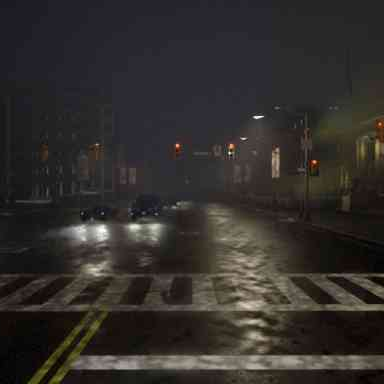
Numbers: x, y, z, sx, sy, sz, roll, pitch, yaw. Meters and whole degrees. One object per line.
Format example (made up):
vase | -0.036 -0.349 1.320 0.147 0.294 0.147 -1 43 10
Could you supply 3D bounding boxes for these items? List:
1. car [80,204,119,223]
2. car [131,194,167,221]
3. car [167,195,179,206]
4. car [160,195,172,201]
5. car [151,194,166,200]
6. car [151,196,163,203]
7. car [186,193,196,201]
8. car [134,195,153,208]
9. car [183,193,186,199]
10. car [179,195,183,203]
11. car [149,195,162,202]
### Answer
car | -7.070 1.599 25.760 1.895 1.301 4.718 0 0 0
car | -3.569 1.219 27.456 2.150 2.045 5.566 0 0 0
car | -3.539 1.474 53.521 1.882 1.535 5.008 0 0 0
car | -6.537 1.494 82.980 1.837 1.490 4.892 0 0 -21
car | -9.515 1.443 94.482 1.837 1.490 4.892 0 0 -43
car | -7.016 1.521 67.453 1.812 1.442 4.674 0 0 1
car | -1.092 1.219 87.867 2.150 2.045 5.566 0 0 -29
car | -7.053 1.348 48.395 2.097 1.767 4.553 0 0 0
car | -4.129 1.546 86.139 1.994 1.385 4.181 0 0 -29
car | -3.493 1.499 69.472 1.837 1.490 4.892 0 0 1
car | -8.808 1.534 79.148 2.033 1.411 5.357 0 0 -18
